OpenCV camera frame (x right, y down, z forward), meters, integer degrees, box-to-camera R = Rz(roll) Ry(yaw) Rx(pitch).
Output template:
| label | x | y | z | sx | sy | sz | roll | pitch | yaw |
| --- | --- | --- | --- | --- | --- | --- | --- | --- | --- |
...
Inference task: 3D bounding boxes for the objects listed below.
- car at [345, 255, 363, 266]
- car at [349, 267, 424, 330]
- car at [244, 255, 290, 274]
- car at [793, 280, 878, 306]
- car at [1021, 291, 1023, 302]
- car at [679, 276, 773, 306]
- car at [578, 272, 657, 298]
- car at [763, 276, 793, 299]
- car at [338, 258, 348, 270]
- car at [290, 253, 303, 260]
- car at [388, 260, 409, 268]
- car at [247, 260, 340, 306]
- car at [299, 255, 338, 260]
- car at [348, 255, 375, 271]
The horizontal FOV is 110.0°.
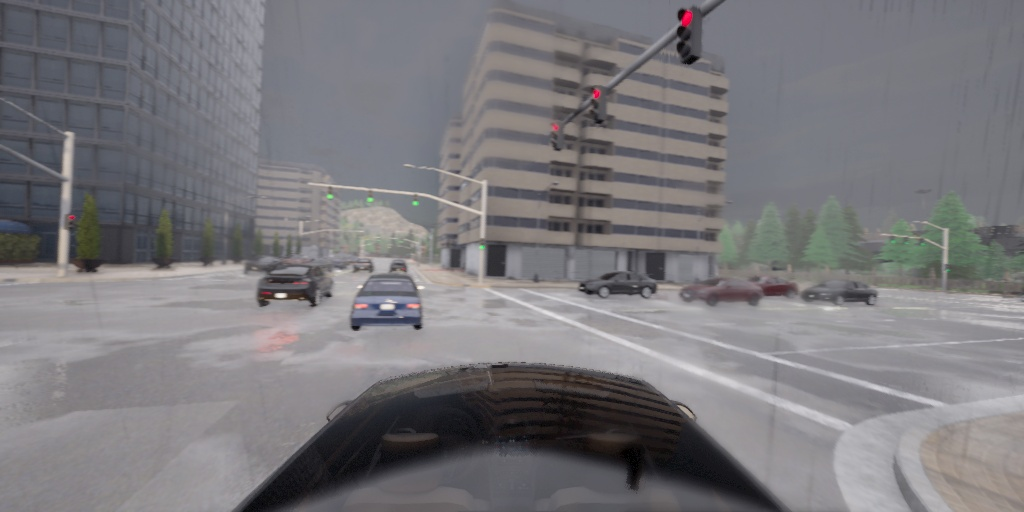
| label | x | y | z | sx | sy | sz | roll | pitch | yaw |
| --- | --- | --- | --- | --- | --- | --- | --- | --- | --- |
| car | -25.632 | 0.701 | 58.175 | 2.097 | 1.767 | 4.553 | 2 | -1 | -17 |
| car | -3.697 | 1.251 | 10.928 | 2.033 | 1.411 | 5.357 | 2 | -1 | -17 |
| car | -20.872 | 0.724 | 30.443 | 1.882 | 1.535 | 5.008 | 2 | -1 | -18 |
| car | 20.333 | 2.243 | 22.280 | 4.892 | 1.490 | 1.837 | 2 | -1 | -17 |
| car | 43.445 | 3.146 | 28.997 | 1.882 | 1.535 | 5.008 | 2 | 0 | 44 |
| car | 11.362 | 1.892 | 19.416 | 4.674 | 1.442 | 1.812 | 2 | -1 | -18 |
| car | 6.341 | 1.701 | 21.512 | 4.892 | 1.490 | 1.837 | 2 | -1 | -18 |
| car | 17.574 | 2.140 | 25.078 | 5.008 | 1.535 | 1.882 | 3 | -1 | -18 |
| car | -21.210 | 0.916 | 43.569 | 2.033 | 1.411 | 5.357 | 2 | -1 | -17 |
| car | -23.521 | 0.587 | 39.146 | 2.097 | 1.767 | 4.553 | 2 | -1 | -17 |
| car | -12.469 | 1.165 | 39.472 | 1.837 | 1.490 | 4.892 | 2 | -1 | -17 |
| car | -8.364 | 1.063 | 14.216 | 1.837 | 1.490 | 4.892 | 2 | -1 | -17 |
| car | -18.364 | 0.886 | 34.257 | 1.837 | 1.490 | 4.892 | 2 | -1 | -17 |
| car | -15.784 | 1.014 | 38.360 | 2.128 | 1.511 | 4.902 | 2 | -1 | -17 |
